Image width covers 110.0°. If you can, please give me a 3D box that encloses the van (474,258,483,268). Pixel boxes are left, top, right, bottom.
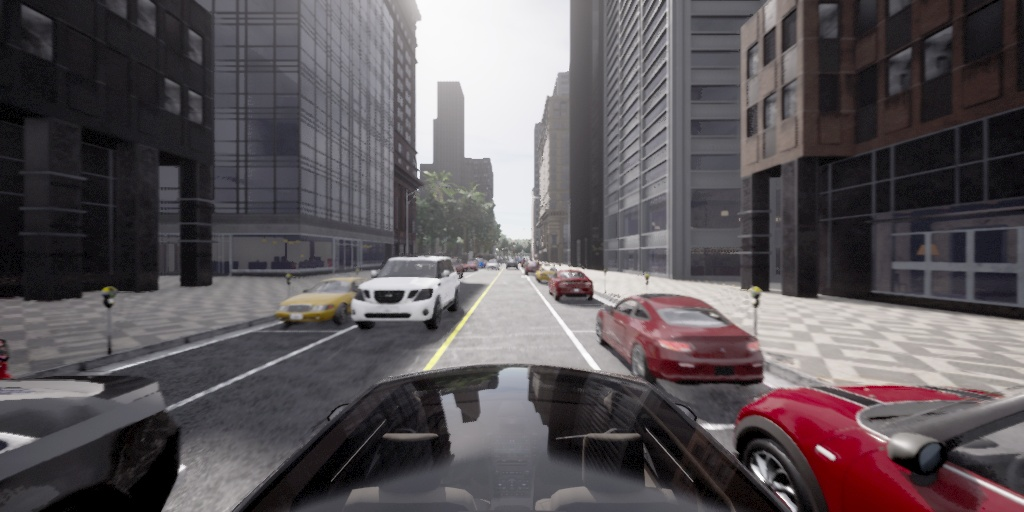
[{"bbox_3d":[-5.738,1.264,61.000,1.690,1.789,3.998,0,0,0],"label":"van"}]

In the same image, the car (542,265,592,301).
[{"bbox_3d":[2.769,1.335,17.582,1.888,1.381,4.507,0,0,0],"label":"car"}]

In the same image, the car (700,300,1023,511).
[{"bbox_3d":[2.762,1.189,1.307,1.967,1.591,4.097,0,0,0],"label":"car"}]

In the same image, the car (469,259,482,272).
[{"bbox_3d":[-5.743,1.432,50.148,1.888,1.381,4.507,0,0,0],"label":"car"}]

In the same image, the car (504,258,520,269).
[{"bbox_3d":[0.031,1.458,59.630,1.812,1.442,4.674,0,0,0],"label":"car"}]

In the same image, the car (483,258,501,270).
[{"bbox_3d":[-3.029,1.431,55.586,1.812,1.442,4.674,0,0,1],"label":"car"}]

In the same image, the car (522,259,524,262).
[{"bbox_3d":[2.781,1.433,50.132,1.888,1.381,4.507,0,0,0],"label":"car"}]

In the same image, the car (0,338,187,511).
[{"bbox_3d":[-3.096,1.239,0.295,2.128,1.511,4.902,0,0,0],"label":"car"}]

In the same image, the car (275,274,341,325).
[{"bbox_3d":[-5.759,1.300,11.997,1.751,1.417,4.829,0,0,0],"label":"car"}]

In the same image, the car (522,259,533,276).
[{"bbox_3d":[2.367,1.379,39.559,1.812,1.442,4.674,0,0,0],"label":"car"}]

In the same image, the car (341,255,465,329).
[{"bbox_3d":[-3.076,0.996,11.662,2.150,2.045,5.566,0,0,0],"label":"car"}]

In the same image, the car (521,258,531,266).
[{"bbox_3d":[2.785,1.456,55.556,2.007,1.370,4.403,0,0,0],"label":"car"}]

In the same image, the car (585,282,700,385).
[{"bbox_3d":[2.764,1.344,6.732,1.802,1.307,4.207,0,0,0],"label":"car"}]

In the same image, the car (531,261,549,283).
[{"bbox_3d":[2.773,1.345,28.602,1.751,1.417,4.829,0,0,0],"label":"car"}]

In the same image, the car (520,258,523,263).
[{"bbox_3d":[2.787,1.449,61.152,1.751,1.417,4.829,0,0,0],"label":"car"}]

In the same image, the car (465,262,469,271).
[{"bbox_3d":[-5.750,1.150,33.870,2.192,1.841,5.009,0,0,0],"label":"car"}]
